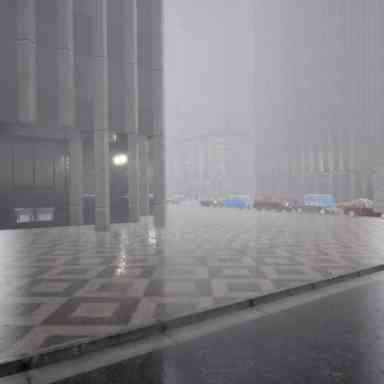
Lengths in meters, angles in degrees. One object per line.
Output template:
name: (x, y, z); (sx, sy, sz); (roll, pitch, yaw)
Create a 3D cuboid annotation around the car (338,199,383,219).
car: (15.595, 1.566, 28.914); (1.887, 1.381, 4.507); (-1, 1, -35)

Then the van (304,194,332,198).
van: (16.124, 1.178, 42.849); (1.690, 1.788, 3.998); (-1, 1, -35)

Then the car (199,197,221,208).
car: (2.755, 1.370, 46.903); (1.967, 1.590, 4.097); (-1, 1, -35)

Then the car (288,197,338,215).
car: (12.385, 1.548, 33.412); (2.008, 1.369, 4.403); (-1, 1, -35)

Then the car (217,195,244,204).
car: (6.404, 1.295, 56.484); (1.752, 1.417, 4.829); (-1, 1, -35)

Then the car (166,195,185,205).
car: (-3.663, 1.437, 55.899); (2.008, 1.369, 4.403); (-1, 1, -35)

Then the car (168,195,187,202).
car: (-3.120, 1.256, 69.842); (2.008, 1.369, 4.403); (-1, 1, -35)

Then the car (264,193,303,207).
car: (12.916, 1.129, 47.347); (2.192, 1.841, 5.009); (-1, 1, -35)

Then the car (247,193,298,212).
car: (9.173, 1.289, 37.907); (2.192, 1.841, 5.009); (-1, 1, -35)

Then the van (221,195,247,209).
van: (5.963, 1.293, 42.405); (1.690, 1.788, 3.998); (-1, 1, -35)

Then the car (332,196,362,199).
car: (19.234, 1.384, 38.492); (1.752, 1.417, 4.829); (-1, 1, -35)
